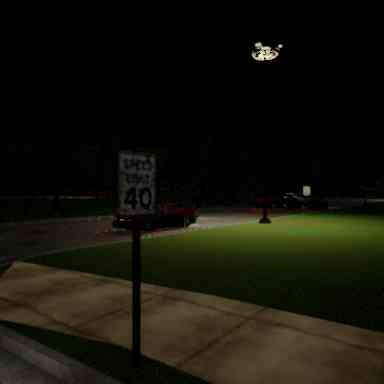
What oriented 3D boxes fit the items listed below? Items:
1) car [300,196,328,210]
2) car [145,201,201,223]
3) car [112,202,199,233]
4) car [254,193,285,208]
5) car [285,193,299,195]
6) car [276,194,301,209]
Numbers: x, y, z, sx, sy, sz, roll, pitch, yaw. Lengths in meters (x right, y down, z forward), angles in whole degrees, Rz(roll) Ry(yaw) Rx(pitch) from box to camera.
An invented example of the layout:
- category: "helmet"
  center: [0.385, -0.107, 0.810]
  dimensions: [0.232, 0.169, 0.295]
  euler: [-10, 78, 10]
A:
- category: "car"
  center: [16.426, 1.458, 43.803]
  dimensions: [1.882, 1.535, 5.008]
  euler: [0, 0, 38]
- category: "car"
  center: [-1.380, 1.499, 26.184]
  dimensions: [1.812, 1.442, 4.674]
  euler: [0, 0, 38]
- category: "car"
  center: [-2.106, 1.527, 19.667]
  dimensions: [2.033, 1.411, 5.357]
  euler: [0, 0, 41]
- category: "car"
  center: [10.937, 1.191, 48.143]
  dimensions: [2.150, 2.045, 5.566]
  euler: [0, 0, 37]
- category: "car"
  center: [17.321, 1.191, 56.598]
  dimensions: [2.150, 2.045, 5.566]
  euler: [0, 0, 37]
- category: "car"
  center: [13.837, 1.481, 46.177]
  dimensions: [1.837, 1.490, 4.892]
  euler: [0, 0, 38]
